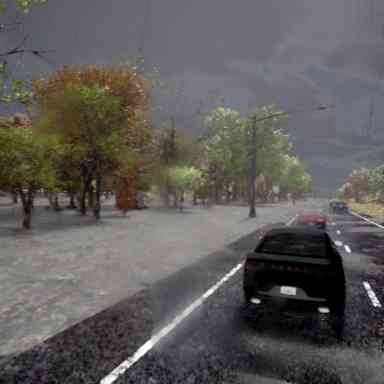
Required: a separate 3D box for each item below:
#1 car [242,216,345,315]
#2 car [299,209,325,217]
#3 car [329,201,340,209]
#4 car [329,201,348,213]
[{"bbox_3d":[2.552,1.588,8.068,1.882,1.535,5.008,1,0,21],"label":"car"},{"bbox_3d":[9.085,1.969,25.185,1.895,1.301,4.718,1,0,21],"label":"car"},{"bbox_3d":[29.060,2.597,67.943,1.837,1.490,4.892,1,0,21],"label":"car"},{"bbox_3d":[22.787,2.197,51.236,2.097,1.767,4.553,1,0,21],"label":"car"}]
